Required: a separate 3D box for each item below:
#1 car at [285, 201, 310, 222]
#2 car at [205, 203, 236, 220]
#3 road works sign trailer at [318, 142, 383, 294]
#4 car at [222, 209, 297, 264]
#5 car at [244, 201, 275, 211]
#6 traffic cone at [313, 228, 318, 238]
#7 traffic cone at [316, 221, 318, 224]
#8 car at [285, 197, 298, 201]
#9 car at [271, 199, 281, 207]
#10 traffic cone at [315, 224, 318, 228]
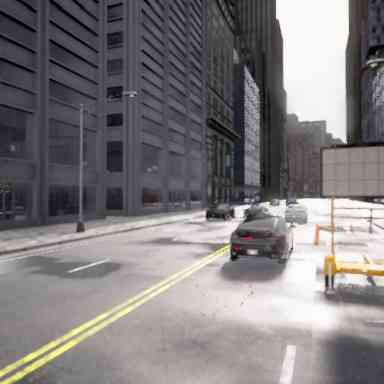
[{"bbox_3d":[9.301,1.831,29.692,1.812,1.442,4.674,0,-1,21],"label":"car"},{"bbox_3d":[2.751,1.813,31.320,1.882,1.535,5.008,0,-1,21],"label":"car"},{"bbox_3d":[4.601,0.539,8.580,2.380,3.560,2.880,0,-1,21],"label":"road works sign trailer"},{"bbox_3d":[2.741,1.625,12.525,1.837,1.490,4.892,0,-1,21],"label":"car"},{"bbox_3d":[6.082,1.873,30.932,2.033,1.411,5.357,0,-1,21],"label":"car"},{"bbox_3d":[5.812,2.103,15.598,0.340,0.580,0.340,0,-1,21],"label":"traffic cone"},{"bbox_3d":[7.240,2.143,19.334,0.340,0.580,0.340,0,-1,21],"label":"traffic cone"},{"bbox_3d":[20.444,1.968,68.252,2.150,2.045,5.566,0,-1,21],"label":"car"},{"bbox_3d":[17.270,2.283,69.047,2.128,1.511,4.902,0,-1,21],"label":"car"},{"bbox_3d":[6.526,2.122,17.466,0.340,0.580,0.340,0,-1,21],"label":"traffic cone"}]
